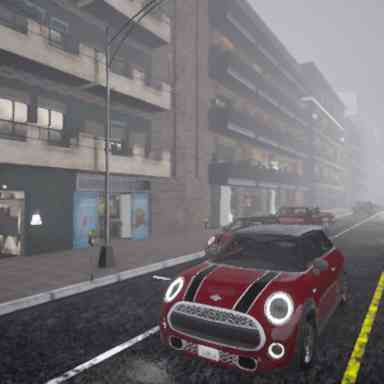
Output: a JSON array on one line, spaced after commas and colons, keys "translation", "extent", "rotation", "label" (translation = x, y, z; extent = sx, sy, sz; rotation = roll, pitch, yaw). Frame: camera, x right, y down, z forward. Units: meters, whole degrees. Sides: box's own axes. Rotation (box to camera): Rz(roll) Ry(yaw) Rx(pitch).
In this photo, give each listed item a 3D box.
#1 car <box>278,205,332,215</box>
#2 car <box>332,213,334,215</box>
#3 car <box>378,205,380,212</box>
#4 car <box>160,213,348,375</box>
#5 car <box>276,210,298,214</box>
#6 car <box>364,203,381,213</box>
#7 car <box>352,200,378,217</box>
[{"translation": [5.264, 1.589, 16.760], "extent": [2.192, 1.841, 5.009], "rotation": [-1, -1, 33], "label": "car"}, {"translation": [8.368, 1.927, 21.461], "extent": [1.802, 1.307, 4.206], "rotation": [-1, -1, 33], "label": "car"}, {"translation": [23.888, 2.138, 44.982], "extent": [1.967, 1.590, 4.097], "rotation": [-1, -1, 33], "label": "car"}, {"translation": [1.424, 1.455, 6.081], "extent": [2.097, 1.767, 4.553], "rotation": [-1, -1, 33], "label": "car"}, {"translation": [2.159, 1.643, 12.055], "extent": [1.967, 1.590, 4.097], "rotation": [-1, -1, 33], "label": "car"}, {"translation": [26.994, 2.313, 49.685], "extent": [1.887, 1.381, 4.507], "rotation": [-1, -1, 33], "label": "car"}, {"translation": [20.785, 1.943, 40.280], "extent": [2.192, 1.841, 5.009], "rotation": [-1, -1, 33], "label": "car"}]
